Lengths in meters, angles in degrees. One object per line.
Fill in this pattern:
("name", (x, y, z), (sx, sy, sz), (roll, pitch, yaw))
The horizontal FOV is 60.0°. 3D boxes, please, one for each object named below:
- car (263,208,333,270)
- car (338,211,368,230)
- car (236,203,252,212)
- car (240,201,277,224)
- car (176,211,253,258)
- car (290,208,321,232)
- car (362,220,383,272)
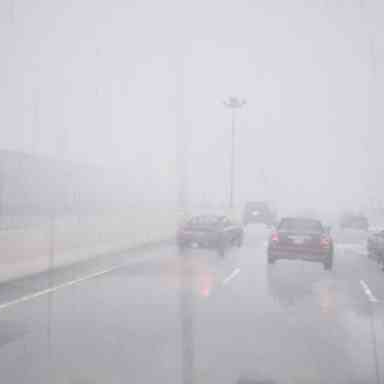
("car", (4.198, 1.663, 12.754), (2.097, 1.767, 4.553), (2, -1, 20))
("car", (12.955, 2.267, 26.898), (1.882, 1.535, 5.008), (2, 0, 20))
("car", (9.080, 2.692, 58.025), (1.895, 1.301, 4.718), (2, -1, 20))
("car", (5.580, 1.777, 27.092), (2.150, 2.045, 5.566), (2, -1, 20))
("car", (0.928, 1.716, 14.012), (2.128, 1.511, 4.902), (2, -1, 20))
("car", (9.252, 2.162, 26.957), (2.128, 1.511, 4.902), (2, -1, 20))
("car", (7.618, 1.976, 11.934), (1.994, 1.385, 4.181), (2, -1, 20))
